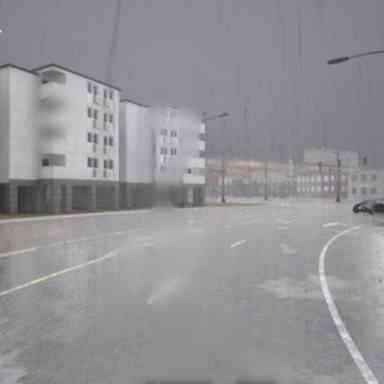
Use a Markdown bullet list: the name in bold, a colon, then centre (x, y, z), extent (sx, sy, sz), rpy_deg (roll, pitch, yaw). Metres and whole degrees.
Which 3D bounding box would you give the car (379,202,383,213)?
- **car**: centre (19.991, 1.494, 31.216), extent (4.892, 1.490, 1.837), rpy_deg (0, 0, -35)

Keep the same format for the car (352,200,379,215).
- **car**: centre (18.549, 1.552, 34.465), extent (4.181, 1.385, 1.994), rpy_deg (0, 0, -33)
